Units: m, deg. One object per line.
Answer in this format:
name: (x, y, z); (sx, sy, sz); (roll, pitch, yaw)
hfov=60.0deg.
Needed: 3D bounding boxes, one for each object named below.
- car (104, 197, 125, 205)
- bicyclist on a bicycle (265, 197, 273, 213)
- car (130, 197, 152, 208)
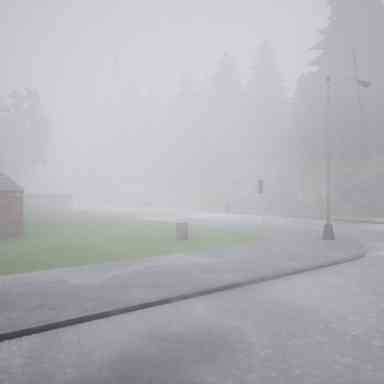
car: (-13.313, 1.547, 57.157); (2.033, 1.411, 5.357); (0, 0, -35)
bicyclist on a bicycle: (7.935, 1.349, 34.655); (1.656, 1.620, 0.582); (0, 0, -36)
car: (-7.566, 1.526, 49.157); (1.812, 1.442, 4.674); (0, 0, -35)
